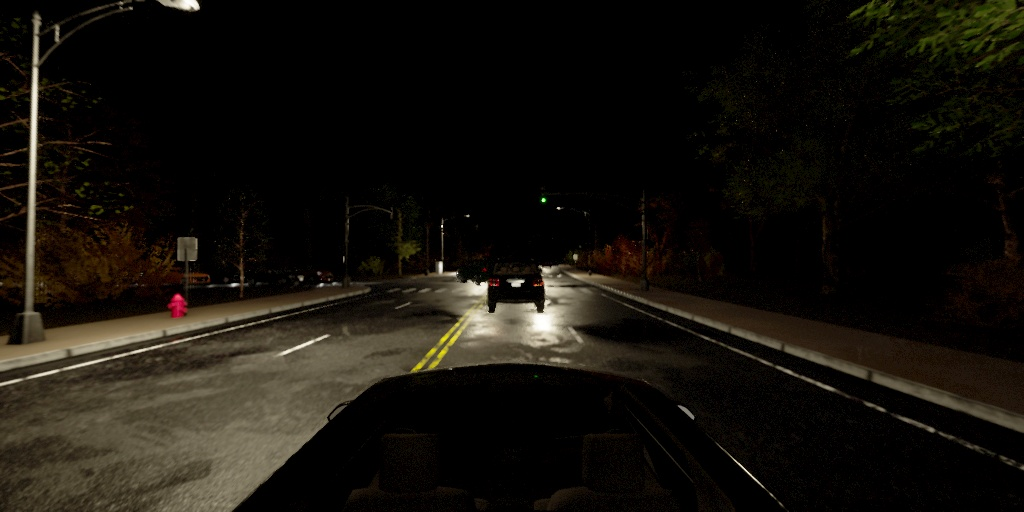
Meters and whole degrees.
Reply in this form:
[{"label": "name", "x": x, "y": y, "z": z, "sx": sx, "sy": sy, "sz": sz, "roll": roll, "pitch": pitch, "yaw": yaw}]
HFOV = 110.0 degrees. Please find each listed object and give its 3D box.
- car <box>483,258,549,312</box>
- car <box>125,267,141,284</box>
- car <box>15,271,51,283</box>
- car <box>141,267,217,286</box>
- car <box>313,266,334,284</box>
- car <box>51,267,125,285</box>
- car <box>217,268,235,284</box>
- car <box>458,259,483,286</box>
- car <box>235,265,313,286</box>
[{"label": "car", "x": 0.154, "y": 1.123, "z": 15.296, "sx": 2.150, "sy": 2.045, "sz": 5.566, "roll": 0, "pitch": 0, "yaw": 0}, {"label": "car", "x": -37.817, "y": 1.836, "z": 36.088, "sx": 4.553, "sy": 1.767, "sz": 2.097, "roll": -1, "pitch": -1, "yaw": 10}, {"label": "car", "x": -50.502, "y": 2.232, "z": 38.290, "sx": 4.718, "sy": 1.301, "sz": 1.895, "roll": -1, "pitch": -1, "yaw": 10}, {"label": "car", "x": -28.989, "y": 1.785, "z": 31.285, "sx": 5.008, "sy": 1.535, "sz": 1.882, "roll": -1, "pitch": -1, "yaw": 10}, {"label": "car", "x": -18.804, "y": 1.603, "z": 32.884, "sx": 4.553, "sy": 1.767, "sz": 2.097, "roll": -1, "pitch": -1, "yaw": 9}, {"label": "car", "x": -38.995, "y": 1.932, "z": 32.989, "sx": 4.892, "sy": 1.490, "sz": 1.837, "roll": -1, "pitch": -1, "yaw": 10}, {"label": "car", "x": -27.810, "y": 1.868, "z": 34.382, "sx": 4.892, "sy": 1.490, "sz": 1.837, "roll": -1, "pitch": -1, "yaw": 9}, {"label": "car", "x": -2.503, "y": 1.264, "z": 28.773, "sx": 2.150, "sy": 2.045, "sz": 5.566, "roll": 1, "pitch": -1, "yaw": -28}, {"label": "car", "x": -19.624, "y": 1.682, "z": 29.699, "sx": 4.902, "sy": 1.511, "sz": 2.128, "roll": -1, "pitch": -1, "yaw": 10}]
